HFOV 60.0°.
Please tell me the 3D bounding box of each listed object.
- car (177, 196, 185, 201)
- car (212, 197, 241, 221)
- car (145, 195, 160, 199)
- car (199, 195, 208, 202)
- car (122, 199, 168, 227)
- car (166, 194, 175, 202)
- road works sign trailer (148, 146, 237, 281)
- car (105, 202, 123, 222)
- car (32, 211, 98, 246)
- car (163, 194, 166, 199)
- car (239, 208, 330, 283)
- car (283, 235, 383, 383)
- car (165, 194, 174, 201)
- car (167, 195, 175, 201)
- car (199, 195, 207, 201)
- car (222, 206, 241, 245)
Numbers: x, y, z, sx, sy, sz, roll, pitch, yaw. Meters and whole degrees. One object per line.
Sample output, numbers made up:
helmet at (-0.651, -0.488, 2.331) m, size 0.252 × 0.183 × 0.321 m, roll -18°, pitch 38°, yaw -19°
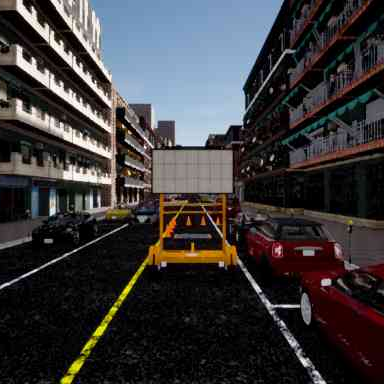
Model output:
car at (-2.811, 1.571, 86.383) m, size 1.895 × 1.301 × 4.718 m, roll 0°, pitch 0°, yaw 0°
car at (2.751, 1.311, 26.564) m, size 2.192 × 1.841 × 5.009 m, roll 0°, pitch 0°, yaw 0°
car at (-5.594, 1.431, 43.496) m, size 1.967 × 1.590 × 4.097 m, roll 0°, pitch 0°, yaw 0°
car at (2.862, 1.500, 77.462) m, size 1.752 × 1.417 × 4.829 m, roll 0°, pitch 0°, yaw 0°
car at (-3.051, 1.489, 22.843) m, size 2.128 × 1.511 × 4.902 m, roll 0°, pitch 0°, yaw 0°
car at (-5.518, 1.290, 77.314) m, size 2.192 × 1.841 × 5.009 m, roll 0°, pitch 0°, yaw 0°
road works sign trailer at (0.021, 0.464, 9.794) m, size 2.380 × 3.560 × 2.880 m, roll 0°, pitch 0°, yaw 0°
car at (-5.632, 1.522, 26.416) m, size 1.752 × 1.417 × 4.829 m, roll 0°, pitch 0°, yaw 0°
car at (-5.657, 1.565, 15.313) m, size 1.947 × 1.339 × 4.313 m, roll 0°, pitch 0°, yaw 0°
car at (-5.580, 1.303, 49.133) m, size 2.192 × 1.841 × 5.009 m, roll 0°, pitch 0°, yaw 0°
car at (2.712, 1.440, 9.655) m, size 1.967 × 1.590 × 4.097 m, roll 0°, pitch 0°, yaw 0°
car at (2.700, 1.545, 4.019) m, size 1.887 × 1.381 × 4.507 m, roll 0°, pitch 0°, yaw 0°
car at (-5.506, 1.412, 82.950) m, size 1.967 × 1.590 × 4.097 m, roll 0°, pitch 0°, yaw 0°
car at (-5.494, 1.513, 88.587) m, size 1.887 × 1.381 × 4.507 m, roll 0°, pitch 0°, yaw 0°
car at (2.886, 1.513, 88.564) m, size 1.887 × 1.381 × 4.507 m, roll 0°, pitch 0°, yaw 0°
car at (2.725, 1.550, 15.291) m, size 2.008 × 1.369 × 4.403 m, roll 0°, pitch 0°, yaw 0°
